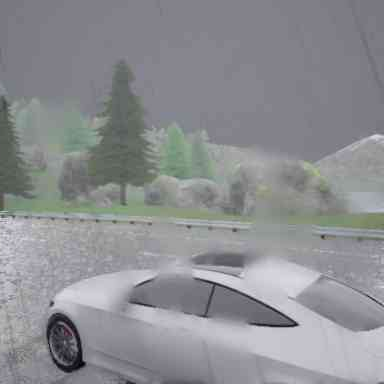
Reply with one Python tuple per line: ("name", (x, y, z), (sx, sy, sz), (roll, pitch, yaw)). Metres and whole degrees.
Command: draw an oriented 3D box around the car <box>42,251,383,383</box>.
("car", (0.201, 1.464, 3.926), (4.674, 1.442, 1.812), (0, 1, 34))
